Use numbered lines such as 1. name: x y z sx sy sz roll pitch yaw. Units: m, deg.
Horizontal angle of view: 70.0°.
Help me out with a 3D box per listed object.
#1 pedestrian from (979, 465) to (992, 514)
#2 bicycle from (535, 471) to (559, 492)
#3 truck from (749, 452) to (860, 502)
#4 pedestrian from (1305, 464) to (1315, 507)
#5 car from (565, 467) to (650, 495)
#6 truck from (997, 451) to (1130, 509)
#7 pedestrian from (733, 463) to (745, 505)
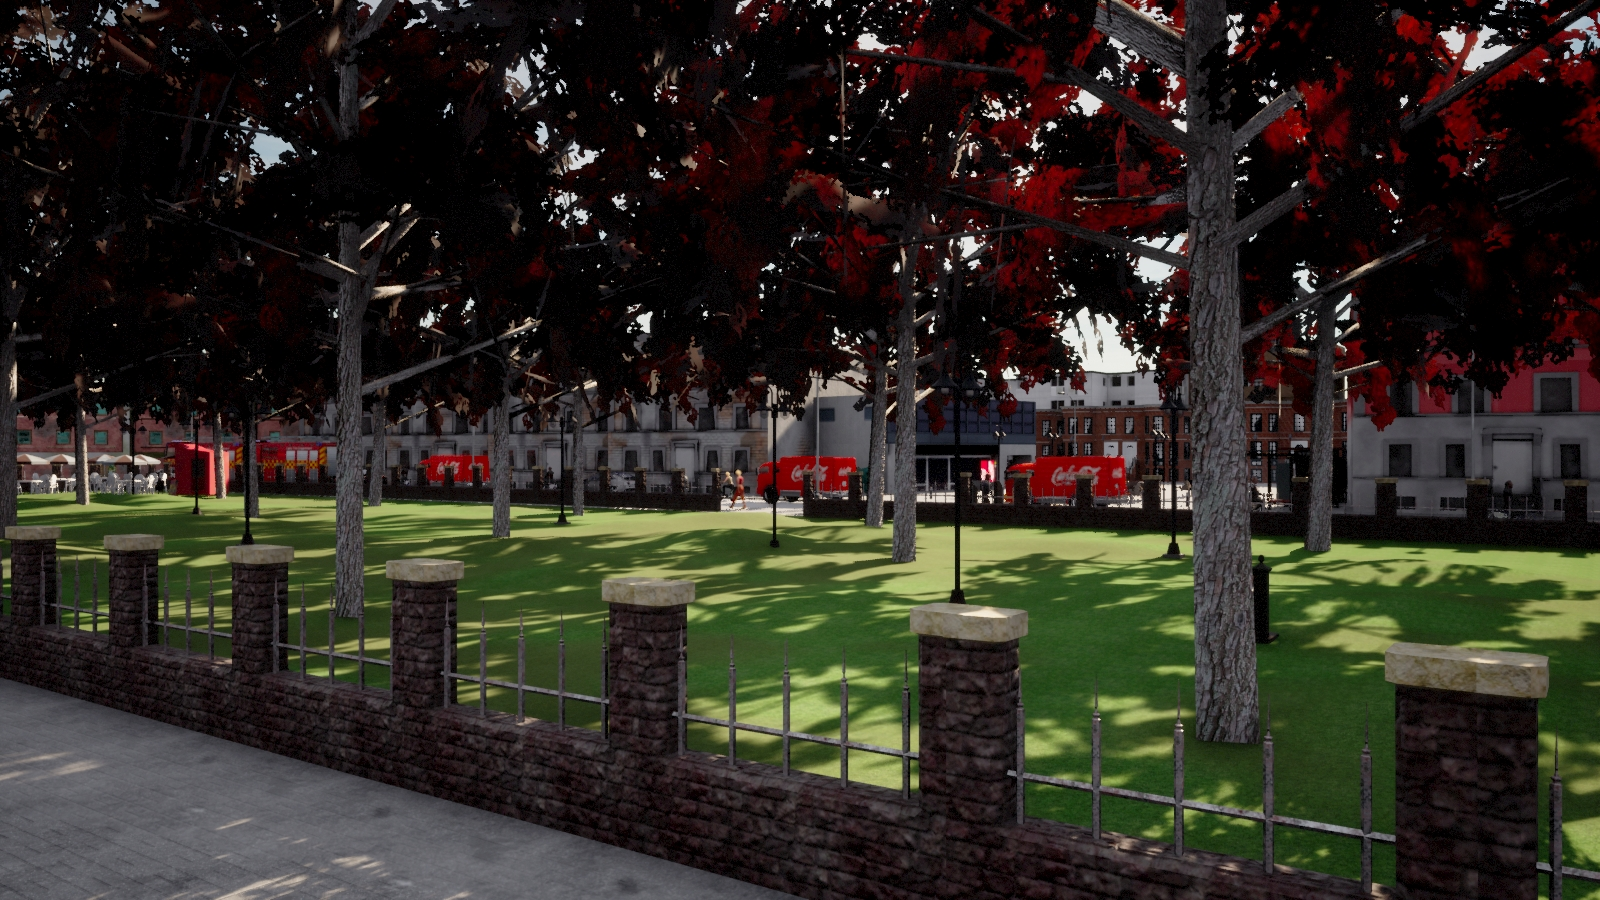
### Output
1. pedestrian: 7.155 1.524 43.982 0.375 1.860 0.375 0 0 35
2. bicycle: -15.681 1.940 70.806 1.835 1.271 0.329 0 0 35
3. truck: 0.201 1.356 59.640 5.204 2.467 2.627 1 0 35
4. pedestrian: 21.889 1.524 49.058 0.375 1.860 0.375 0 0 29
5. car: -11.432 1.827 67.802 4.902 1.511 2.128 0 0 35
6. truck: 11.834 1.332 51.447 5.204 2.467 2.627 -1 -1 35
7. pedestrian: -2.704 1.522 51.022 0.375 1.860 0.375 0 0 41
